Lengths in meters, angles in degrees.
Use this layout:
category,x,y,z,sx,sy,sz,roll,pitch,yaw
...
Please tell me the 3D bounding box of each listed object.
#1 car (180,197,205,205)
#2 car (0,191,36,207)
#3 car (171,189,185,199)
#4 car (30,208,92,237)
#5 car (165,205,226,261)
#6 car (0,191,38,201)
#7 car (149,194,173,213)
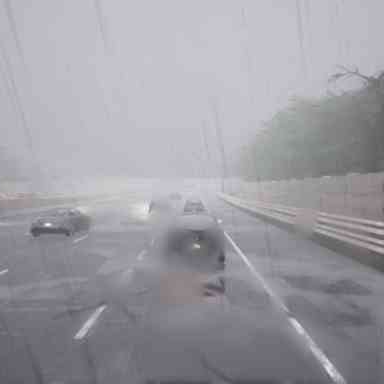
category,x,y,z,sx,sy,sz,roll,pitch,yaw
car,0.200,1.394,31.493,2.128,1.511,4.902,0,0,0
car,-24.354,0.916,46.758,2.150,2.045,5.566,0,1,1
car,-3.079,0.651,64.786,2.097,1.767,4.553,0,1,1
car,-6.868,1.523,17.881,1.994,1.385,4.181,0,0,0
car,0.115,1.451,12.197,1.882,1.535,5.008,0,0,0
car,-20.922,1.017,40.594,2.150,2.045,5.566,0,1,1
car,-3.375,1.343,35.433,1.882,1.535,5.008,0,1,0
